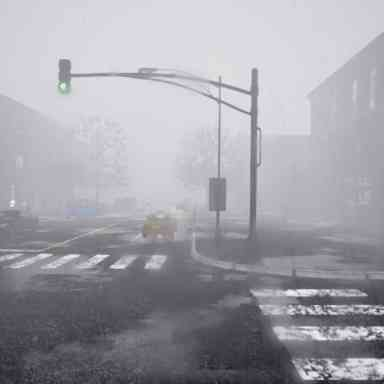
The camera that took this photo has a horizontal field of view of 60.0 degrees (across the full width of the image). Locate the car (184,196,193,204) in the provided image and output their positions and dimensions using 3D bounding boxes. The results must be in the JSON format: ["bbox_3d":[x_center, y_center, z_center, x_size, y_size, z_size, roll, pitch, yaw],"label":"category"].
[{"bbox_3d":[-0.868,2.078,85.108,2.192,1.841,5.009,0,0,1],"label":"car"}]

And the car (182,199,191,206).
[{"bbox_3d":[-1.087,2.165,68.469,1.887,1.381,4.507,0,0,1],"label":"car"}]

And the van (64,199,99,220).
[{"bbox_3d":[-9.974,1.523,29.762,1.690,1.788,3.998,0,0,1],"label":"van"}]

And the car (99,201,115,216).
[{"bbox_3d":[-9.903,1.774,35.306,1.887,1.381,4.507,0,0,1],"label":"car"}]

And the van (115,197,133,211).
[{"bbox_3d":[-9.757,1.667,46.399,1.690,1.788,3.998,0,0,1],"label":"van"}]

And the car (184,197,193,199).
[{"bbox_3d":[-1.160,2.138,62.923,1.947,1.339,4.313,0,0,1],"label":"car"}]

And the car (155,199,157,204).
[{"bbox_3d":[-9.393,2.110,74.126,1.887,1.381,4.507,0,0,1],"label":"car"}]

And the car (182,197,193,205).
[{"bbox_3d":[-1.014,1.983,74.017,2.192,1.841,5.009,0,0,1],"label":"car"}]

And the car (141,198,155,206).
[{"bbox_3d":[-9.467,2.083,68.579,1.947,1.339,4.313,0,0,1],"label":"car"}]

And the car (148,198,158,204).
[{"bbox_3d":[-9.321,2.195,79.671,1.802,1.307,4.206,0,0,1],"label":"car"}]

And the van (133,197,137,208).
[{"bbox_3d":[-9.683,1.715,51.945,1.690,1.788,3.998,0,0,1],"label":"van"}]

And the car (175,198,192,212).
[{"bbox_3d":[-1.378,1.979,46.286,2.008,1.369,4.403,0,0,1],"label":"car"}]

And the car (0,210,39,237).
[{"bbox_3d":[-10.121,1.667,18.669,1.802,1.307,4.206,0,0,1],"label":"car"}]

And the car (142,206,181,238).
[{"bbox_3d":[-1.739,1.715,18.729,1.752,1.417,4.829,0,0,1],"label":"car"}]
